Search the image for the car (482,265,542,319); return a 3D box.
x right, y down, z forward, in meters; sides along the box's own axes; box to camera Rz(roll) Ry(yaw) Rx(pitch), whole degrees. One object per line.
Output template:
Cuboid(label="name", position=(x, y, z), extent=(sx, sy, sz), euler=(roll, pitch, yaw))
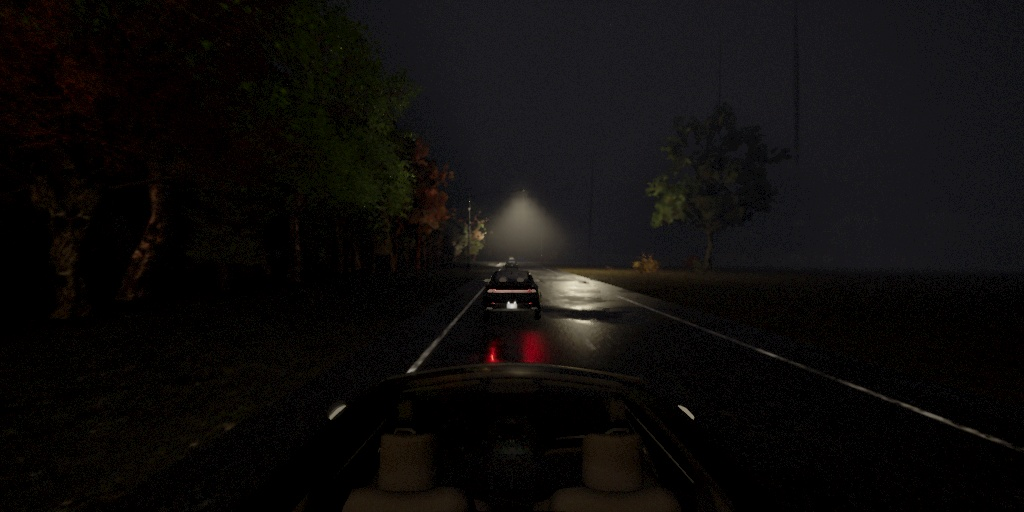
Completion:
Cuboid(label="car", position=(-0.006, 1.244, 12.856), extent=(2.128, 1.511, 4.902), euler=(0, 0, 0))

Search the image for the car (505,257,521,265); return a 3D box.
Cuboid(label="car", position=(-0.020, 1.309, 53.147), extent=(1.994, 1.385, 4.181), euler=(0, 0, 0))
